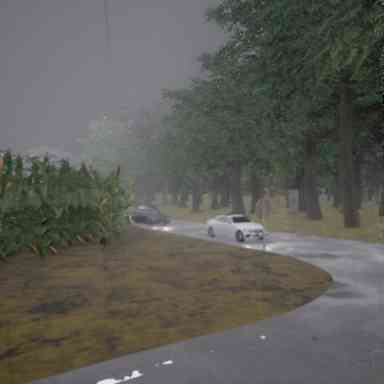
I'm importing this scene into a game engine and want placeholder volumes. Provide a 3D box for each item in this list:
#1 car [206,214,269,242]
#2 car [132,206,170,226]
[{"bbox_3d":[2.594,2.107,20.205,1.812,1.442,4.674,0,-1,-30],"label":"car"},{"bbox_3d":[-3.963,2.372,31.402,2.033,1.411,5.357,0,-1,-30],"label":"car"}]
